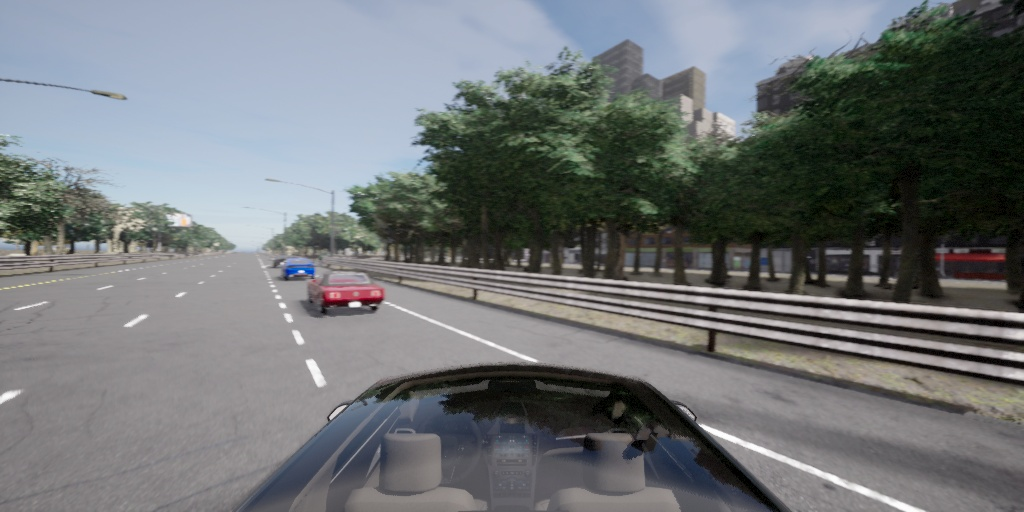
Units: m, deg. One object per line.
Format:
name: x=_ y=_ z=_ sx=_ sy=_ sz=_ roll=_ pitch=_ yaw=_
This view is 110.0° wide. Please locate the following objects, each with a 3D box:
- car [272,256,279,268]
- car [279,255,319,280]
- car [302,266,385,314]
car: x=-28.801 y=0.700 z=44.947 sx=1.837 sy=1.490 sz=4.892 roll=1 pitch=0 yaw=-34
car: x=-16.118 y=0.915 z=26.994 sx=1.882 sy=1.535 sz=5.008 roll=1 pitch=0 yaw=-36
car: x=-6.262 y=1.227 z=13.200 sx=1.895 sy=1.301 sz=4.718 roll=1 pitch=0 yaw=-36
